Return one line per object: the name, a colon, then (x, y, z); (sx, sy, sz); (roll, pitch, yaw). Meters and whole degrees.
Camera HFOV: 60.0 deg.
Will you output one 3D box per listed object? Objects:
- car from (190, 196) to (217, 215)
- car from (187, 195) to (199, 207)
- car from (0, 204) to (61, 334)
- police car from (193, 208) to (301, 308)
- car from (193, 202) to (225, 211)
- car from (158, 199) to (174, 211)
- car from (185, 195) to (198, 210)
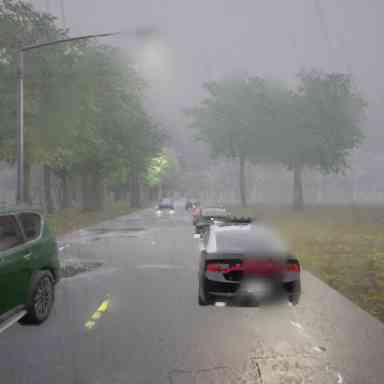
car: (1.120, 1.372, 24.034); (2.097, 1.767, 4.553); (0, 0, 0)
car: (0.176, 1.501, 59.507); (2.150, 2.045, 5.566); (0, -1, 0)
car: (-3.586, 1.223, 4.156); (2.150, 2.045, 5.566); (0, 0, 0)
police car: (1.074, 1.429, 8.170); (1.930, 1.638, 5.238); (0, 0, 0)
car: (1.103, 1.515, 18.061); (1.837, 1.490, 4.892); (0, 0, 0)
car: (-3.371, 1.610, 43.665); (1.882, 1.535, 5.008); (0, -1, 0)
car: (0.180, 1.501, 45.520); (2.097, 1.767, 4.553); (0, 0, 1)
